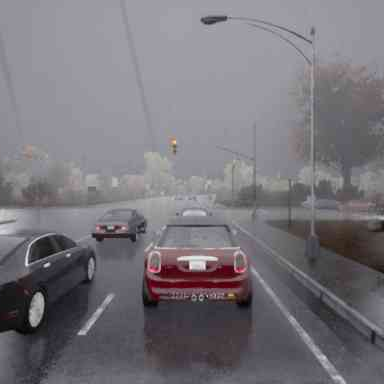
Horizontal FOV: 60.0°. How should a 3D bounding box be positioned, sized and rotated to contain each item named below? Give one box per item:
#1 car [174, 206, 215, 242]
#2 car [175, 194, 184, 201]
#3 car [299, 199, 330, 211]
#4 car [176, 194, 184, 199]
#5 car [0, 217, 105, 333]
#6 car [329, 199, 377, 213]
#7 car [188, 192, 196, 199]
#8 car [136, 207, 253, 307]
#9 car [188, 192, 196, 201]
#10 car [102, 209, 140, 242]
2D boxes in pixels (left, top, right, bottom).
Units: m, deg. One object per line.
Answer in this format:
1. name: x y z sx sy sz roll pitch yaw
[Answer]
1. car: 0.114 1.517 17.193 1.812 1.442 4.674 0 0 0
2. car: -3.425 1.501 85.394 1.994 1.385 4.181 0 0 0
3. car: 15.728 1.526 39.915 5.357 1.411 2.033 0 0 3
4. car: -3.377 1.354 95.420 1.994 1.385 4.181 0 0 1
5. car: -3.393 1.501 6.739 1.837 1.490 4.892 0 0 0
6. car: 17.767 1.543 36.300 4.181 1.385 1.994 0 0 3
7. car: 0.123 1.026 95.425 2.150 2.045 5.566 0 0 1
8. car: 0.106 1.348 8.153 2.097 1.767 4.553 0 0 0
9. car: 0.074 1.474 85.425 1.812 1.442 4.674 0 0 0
10. car: -3.389 1.539 16.398 2.033 1.411 5.357 0 0 0
